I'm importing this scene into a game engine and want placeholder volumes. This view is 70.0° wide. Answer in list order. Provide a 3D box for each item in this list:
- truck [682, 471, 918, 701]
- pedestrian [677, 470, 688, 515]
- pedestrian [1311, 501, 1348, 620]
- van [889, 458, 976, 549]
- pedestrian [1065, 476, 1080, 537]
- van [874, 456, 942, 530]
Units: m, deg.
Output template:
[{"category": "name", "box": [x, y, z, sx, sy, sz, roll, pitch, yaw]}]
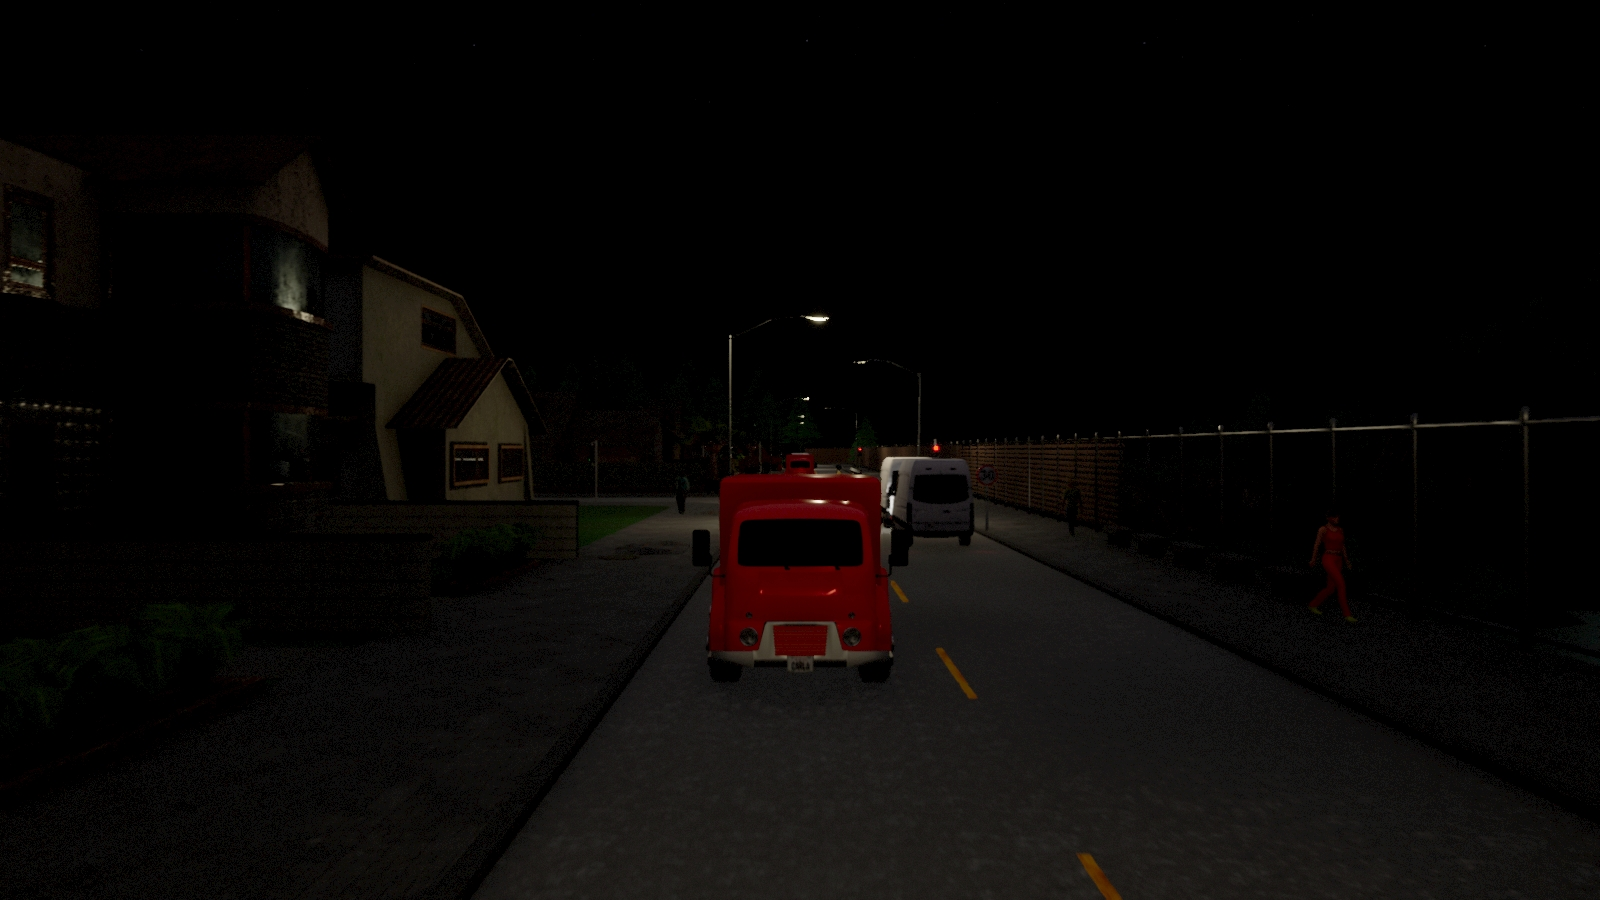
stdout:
[{"category": "truck", "box": [-0.001, 1.570, 15.343, 2.627, 2.467, 5.204, 0, 0, 0]}, {"category": "pedestrian", "box": [-4.865, 1.744, 47.351, 0.375, 1.860, 0.375, 0, 0, 3]}, {"category": "pedestrian", "box": [8.436, 1.747, 18.208, 0.375, 1.860, 0.375, 0, 0, -21]}, {"category": "van", "box": [3.996, 1.539, 35.347, 1.988, 2.561, 5.915, 0, 0, 0]}, {"category": "pedestrian", "box": [8.467, 1.751, 35.550, 0.375, 1.860, 0.375, 0, 0, 1]}, {"category": "van", "box": [3.996, 1.541, 43.103, 1.988, 2.561, 5.915, 0, 0, 0]}]
